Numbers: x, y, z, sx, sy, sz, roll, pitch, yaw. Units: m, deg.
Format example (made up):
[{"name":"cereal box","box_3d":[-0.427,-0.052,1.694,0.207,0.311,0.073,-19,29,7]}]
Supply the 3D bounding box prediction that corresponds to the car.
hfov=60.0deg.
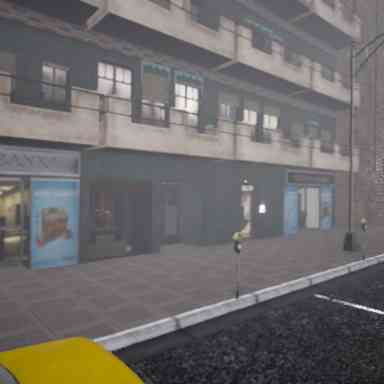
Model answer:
[{"name":"car","box_3d":[-2.348,1.498,1.259,4.829,1.417,1.752,0,1,-40]}]
